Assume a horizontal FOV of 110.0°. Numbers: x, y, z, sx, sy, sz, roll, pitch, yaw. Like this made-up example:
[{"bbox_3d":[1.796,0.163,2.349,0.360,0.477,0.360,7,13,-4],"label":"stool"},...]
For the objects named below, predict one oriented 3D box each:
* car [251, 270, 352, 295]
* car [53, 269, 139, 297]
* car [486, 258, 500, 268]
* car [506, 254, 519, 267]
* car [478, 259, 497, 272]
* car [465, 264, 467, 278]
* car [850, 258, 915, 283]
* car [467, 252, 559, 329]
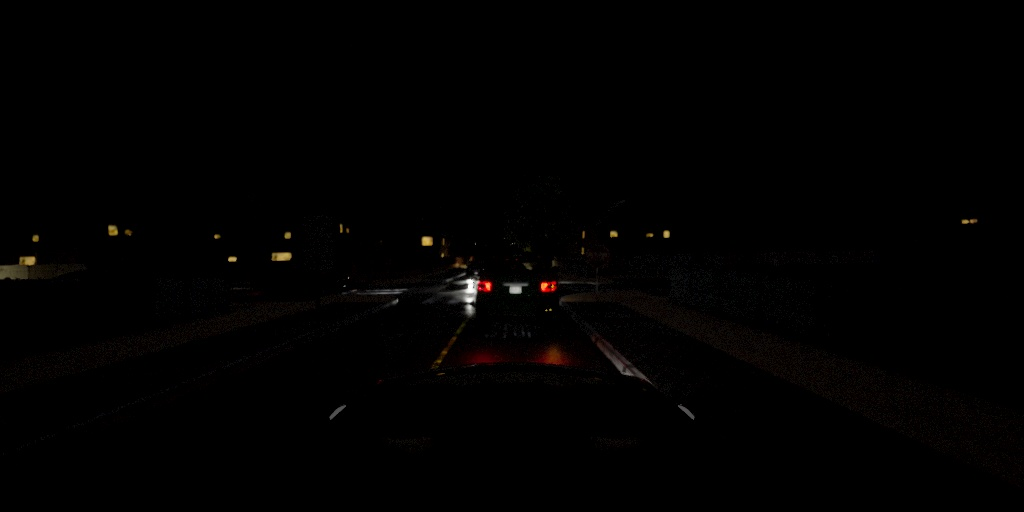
[{"bbox_3d":[-11.652,1.425,20.119,4.718,1.301,1.895,-1,2,-3],"label":"car"},{"bbox_3d":[-22.583,1.490,19.928,4.892,1.490,1.837,0,2,0],"label":"car"},{"bbox_3d":[-2.799,1.012,52.806,1.812,1.442,4.674,0,0,0],"label":"car"},{"bbox_3d":[0.022,0.682,61.051,2.150,2.045,5.566,0,0,0],"label":"car"},{"bbox_3d":[-2.831,1.056,42.234,1.812,1.442,4.674,0,0,0],"label":"car"},{"bbox_3d":[-2.837,1.074,30.768,2.128,1.511,4.902,0,0,0],"label":"car"},{"bbox_3d":[21.169,0.859,20.275,5.008,1.535,1.882,-1,2,0],"label":"car"},{"bbox_3d":[0.286,0.906,11.175,2.150,2.045,5.566,0,0,4],"label":"car"}]
